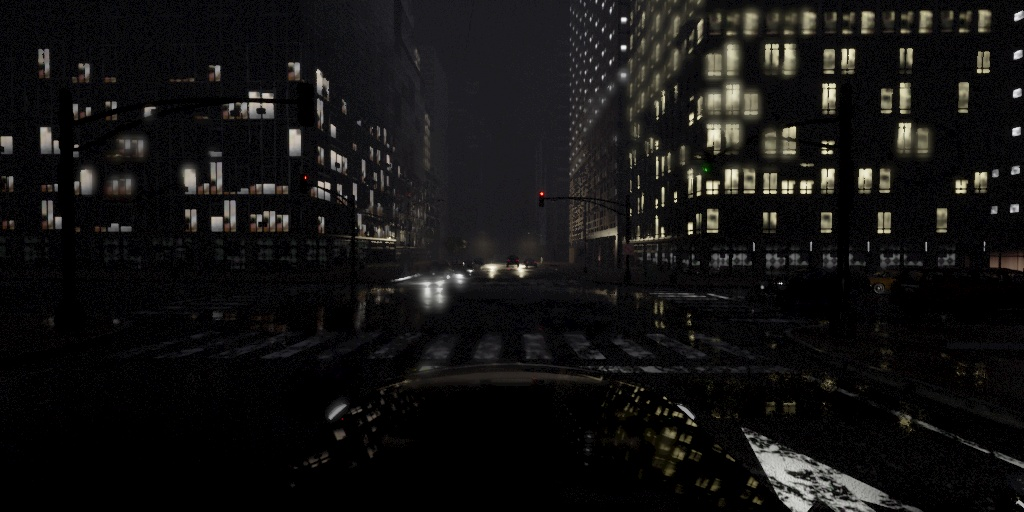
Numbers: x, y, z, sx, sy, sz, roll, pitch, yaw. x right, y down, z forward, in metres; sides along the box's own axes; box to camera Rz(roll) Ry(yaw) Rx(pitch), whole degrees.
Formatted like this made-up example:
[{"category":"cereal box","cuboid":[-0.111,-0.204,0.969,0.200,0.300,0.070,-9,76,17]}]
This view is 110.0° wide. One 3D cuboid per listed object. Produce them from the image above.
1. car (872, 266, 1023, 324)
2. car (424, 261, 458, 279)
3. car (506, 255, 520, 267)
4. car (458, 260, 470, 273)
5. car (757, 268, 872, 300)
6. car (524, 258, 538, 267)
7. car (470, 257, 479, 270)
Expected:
[{"category":"car","cuboid":[16.216,1.281,12.444,5.009,1.841,2.192,0,0,1]},{"category":"car","cuboid":[-6.529,1.225,32.352,2.128,1.511,4.902,0,0,0]},{"category":"car","cuboid":[0.150,0.925,62.880,2.150,2.045,5.566,0,0,0]},{"category":"car","cuboid":[-6.504,1.326,42.357,1.895,1.301,4.718,0,0,0]},{"category":"car","cuboid":[15.281,1.357,18.275,4.902,1.511,2.128,1,1,2]},{"category":"car","cuboid":[3.402,1.229,63.259,1.812,1.442,4.674,0,0,0]},{"category":"car","cuboid":[-6.470,1.262,52.710,2.033,1.411,5.357,0,0,0]}]
